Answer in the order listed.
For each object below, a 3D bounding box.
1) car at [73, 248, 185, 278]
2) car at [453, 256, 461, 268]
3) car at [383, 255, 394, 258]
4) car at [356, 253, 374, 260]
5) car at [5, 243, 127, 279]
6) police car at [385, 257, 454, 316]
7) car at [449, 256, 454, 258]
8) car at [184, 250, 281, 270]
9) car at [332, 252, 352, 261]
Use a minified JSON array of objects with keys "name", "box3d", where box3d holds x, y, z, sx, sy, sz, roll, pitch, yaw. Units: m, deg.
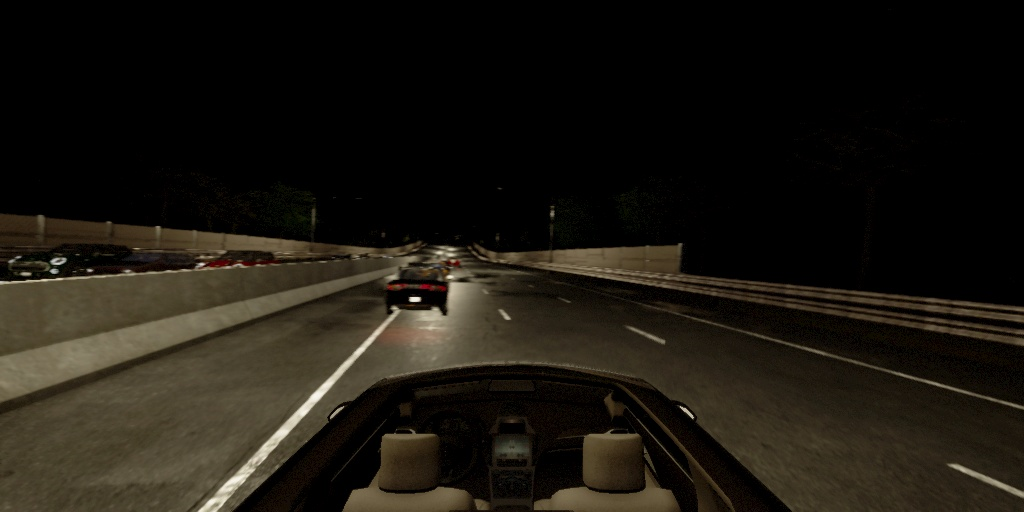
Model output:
[{"name":"car","box3d":[-17.123,0.513,17.365,2.033,1.411,5.357,3,0,-9]},{"name":"car","box3d":[-8.597,0.837,52.728,2.097,1.767,4.553,3,0,-9]},{"name":"car","box3d":[-20.371,0.588,59.313,1.994,1.385,4.181,3,0,-9]},{"name":"car","box3d":[-23.704,0.342,58.009,1.837,1.490,4.892,3,0,-9]},{"name":"car","box3d":[-20.625,0.158,17.202,2.097,1.767,4.553,3,0,-9]},{"name":"police car","box3d":[-3.167,1.017,12.782,1.930,1.638,5.238,3,0,-9]},{"name":"car","box3d":[-4.797,0.983,22.736,1.801,1.575,5.366,3,0,-9]},{"name":"car","box3d":[-13.715,0.470,18.273,2.097,1.767,4.553,3,0,-9]},{"name":"car","box3d":[-27.137,0.168,57.336,1.882,1.535,5.008,3,0,-9]}]
